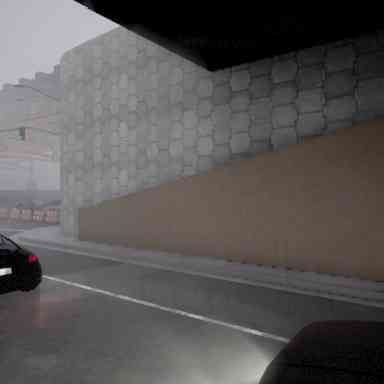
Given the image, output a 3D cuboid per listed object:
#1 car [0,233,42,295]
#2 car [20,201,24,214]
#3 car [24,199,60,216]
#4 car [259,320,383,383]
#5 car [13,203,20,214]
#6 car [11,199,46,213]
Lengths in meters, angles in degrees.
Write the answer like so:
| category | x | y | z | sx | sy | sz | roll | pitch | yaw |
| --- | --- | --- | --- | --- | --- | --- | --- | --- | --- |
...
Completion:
| category | x | y | z | sx | sy | sz | roll | pitch | yaw |
| --- | --- | --- | --- | --- | --- | --- | --- | --- | --- |
| car | -5.394 | 1.564 | 7.809 | 4.181 | 1.385 | 1.994 | 0 | 0 | 36 |
| car | -12.110 | 1.453 | 29.638 | 4.974 | 1.542 | 2.038 | 0 | 0 | 1 |
| car | -12.058 | 1.295 | 29.638 | 4.536 | 1.218 | 1.853 | 0 | 0 | 1 |
| car | 3.041 | 1.547 | 1.819 | 5.357 | 1.411 | 2.033 | 0 | 0 | 36 |
| car | -15.799 | 1.453 | 32.400 | 2.038 | 1.542 | 4.974 | 0 | 0 | -9 |
| car | -15.808 | 1.295 | 32.451 | 1.853 | 1.218 | 4.536 | 0 | 0 | -9 |
